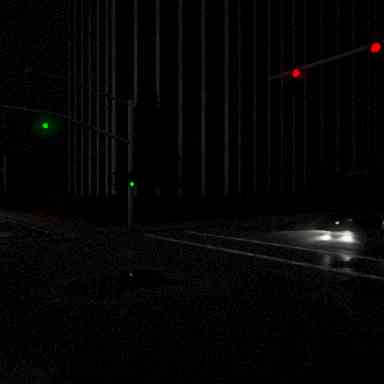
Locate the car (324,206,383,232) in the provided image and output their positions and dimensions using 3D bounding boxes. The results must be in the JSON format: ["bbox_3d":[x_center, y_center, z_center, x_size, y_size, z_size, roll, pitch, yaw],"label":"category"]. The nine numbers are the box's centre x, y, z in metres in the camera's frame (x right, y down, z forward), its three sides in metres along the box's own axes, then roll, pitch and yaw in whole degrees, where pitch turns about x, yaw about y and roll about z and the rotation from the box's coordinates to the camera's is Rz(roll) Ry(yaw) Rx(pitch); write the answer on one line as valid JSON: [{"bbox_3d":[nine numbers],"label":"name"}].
[{"bbox_3d":[9.812,1.582,20.194,4.181,1.385,1.994,0,0,-39],"label":"car"}]
